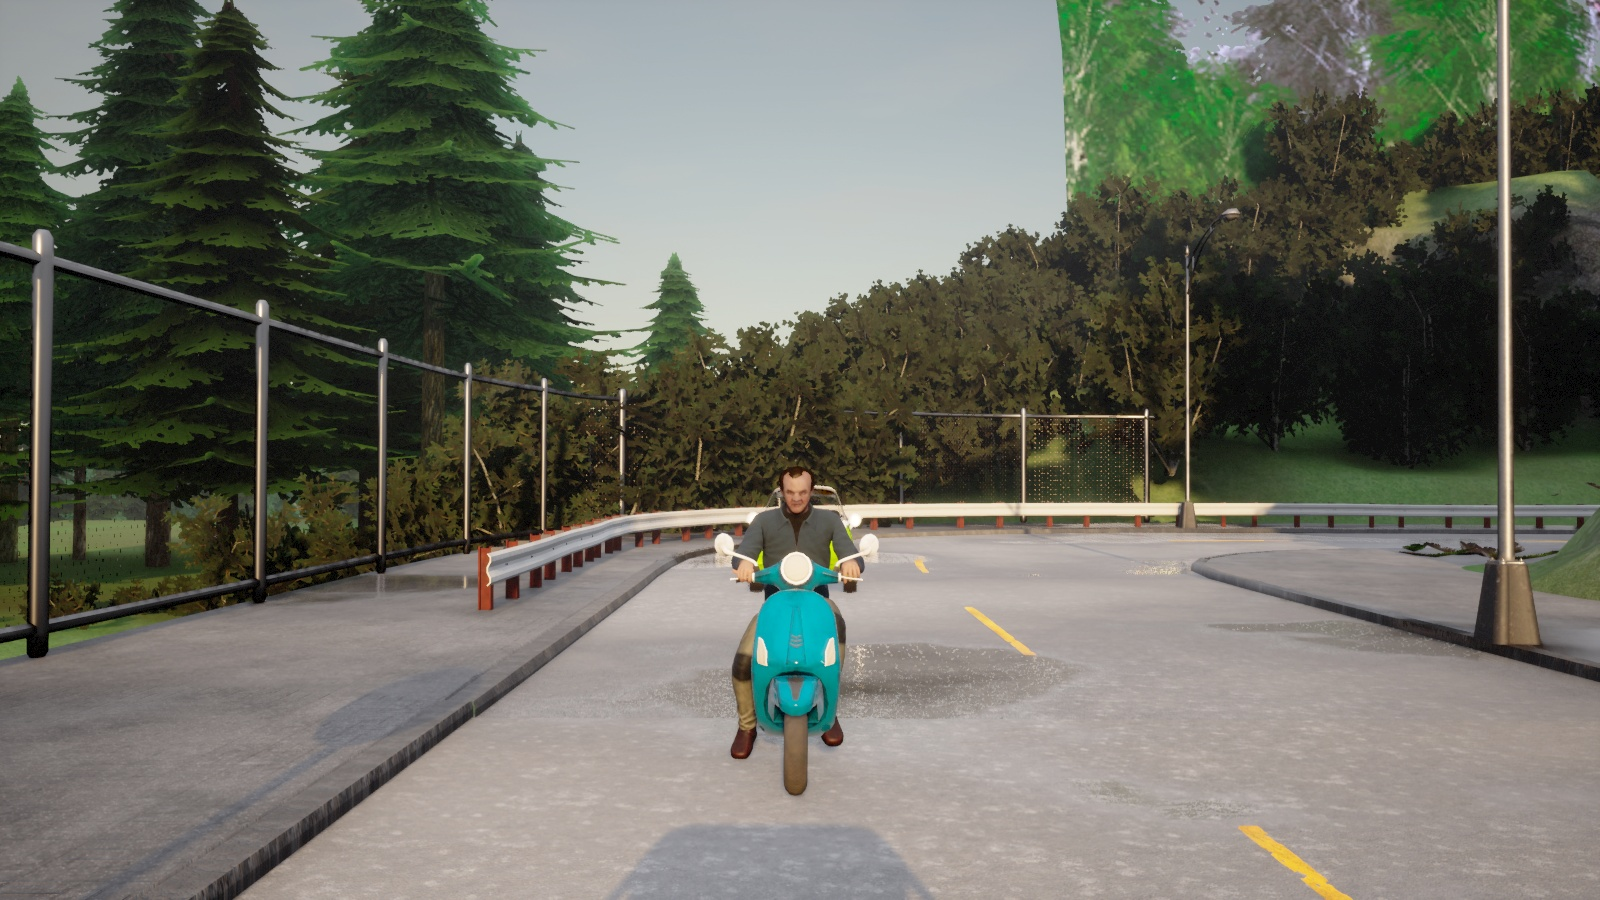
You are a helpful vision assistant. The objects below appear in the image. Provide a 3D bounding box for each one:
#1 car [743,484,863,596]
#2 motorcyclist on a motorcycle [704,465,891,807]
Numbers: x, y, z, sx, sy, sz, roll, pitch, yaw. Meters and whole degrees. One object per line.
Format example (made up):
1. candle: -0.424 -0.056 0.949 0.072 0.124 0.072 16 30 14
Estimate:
1. car: 0.075 1.148 16.675 1.481 1.376 2.207 0 -1 2
2. motorcyclist on a motorcycle: -0.012 0.881 6.766 0.866 1.590 1.817 0 -1 0
